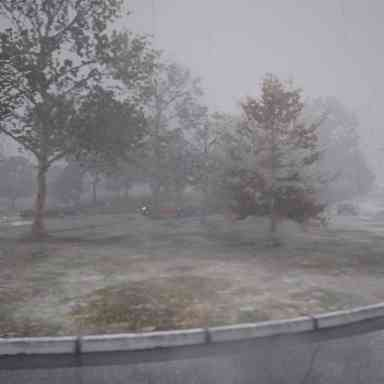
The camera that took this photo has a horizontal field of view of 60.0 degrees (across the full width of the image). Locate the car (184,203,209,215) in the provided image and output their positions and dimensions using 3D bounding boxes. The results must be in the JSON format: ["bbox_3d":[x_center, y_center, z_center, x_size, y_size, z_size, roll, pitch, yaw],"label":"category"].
[{"bbox_3d":[-0.388,2.097,41.281,4.892,1.490,1.837,0,-1,11],"label":"car"}]

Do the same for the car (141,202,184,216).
[{"bbox_3d":[-3.547,1.881,38.396,4.553,1.767,2.097,0,-1,-2],"label":"car"}]

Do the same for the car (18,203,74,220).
[{"bbox_3d":[-15.018,2.049,33.956,4.718,1.301,1.895,0,-1,-39],"label":"car"}]

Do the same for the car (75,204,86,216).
[{"bbox_3d":[-14.730,1.959,38.146,5.008,1.535,1.882,0,-1,-30],"label":"car"}]

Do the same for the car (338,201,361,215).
[{"bbox_3d":[18.400,1.784,39.019,1.837,1.490,4.892,-4,-1,34],"label":"car"}]
